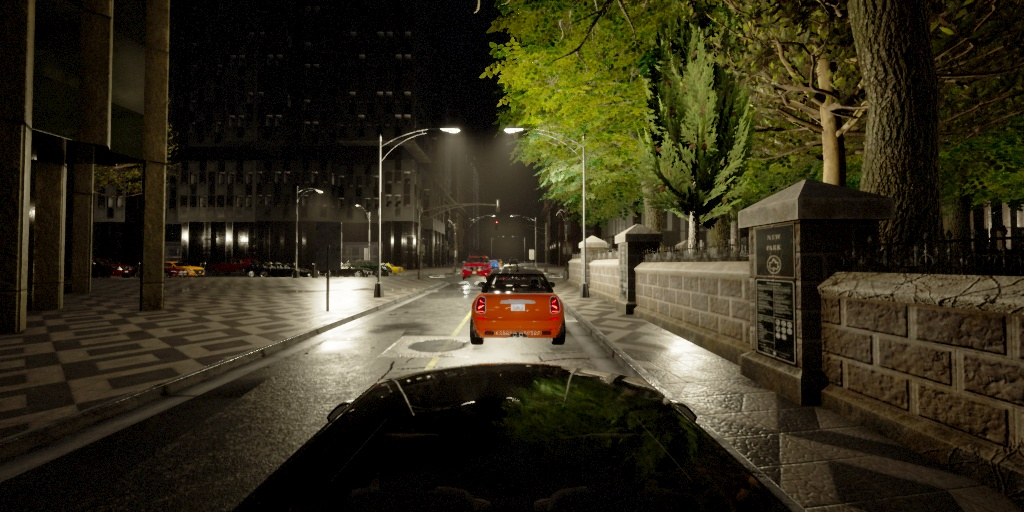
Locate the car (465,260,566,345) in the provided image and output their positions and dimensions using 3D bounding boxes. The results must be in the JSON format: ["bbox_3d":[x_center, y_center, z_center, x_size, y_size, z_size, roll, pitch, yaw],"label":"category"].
[{"bbox_3d":[0.128,1.107,9.678,2.097,1.767,4.553,0,0,0],"label":"car"}]

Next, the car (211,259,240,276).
[{"bbox_3d":[-30.972,1.236,40.140,5.009,1.841,2.192,0,0,1],"label":"car"}]

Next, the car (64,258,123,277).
[{"bbox_3d":[-36.562,1.060,31.672,5.009,1.841,2.192,0,0,1],"label":"car"}]

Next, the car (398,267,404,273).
[{"bbox_3d":[-14.605,1.425,39.978,4.829,1.417,1.751,0,0,1],"label":"car"}]

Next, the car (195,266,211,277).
[{"bbox_3d":[-32.331,1.275,34.317,5.008,1.535,1.882,0,-1,0],"label":"car"}]

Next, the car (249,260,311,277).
[{"bbox_3d":[-20.023,1.289,31.508,4.313,1.339,1.948,0,0,1],"label":"car"}]

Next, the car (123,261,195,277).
[{"bbox_3d":[-31.049,1.320,31.617,4.207,1.307,1.802,0,0,1],"label":"car"}]

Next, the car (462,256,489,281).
[{"bbox_3d":[-2.970,0.998,31.159,2.150,2.045,5.566,0,0,0],"label":"car"}]

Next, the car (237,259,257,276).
[{"bbox_3d":[-22.825,1.290,34.215,4.892,1.490,1.837,0,-1,1],"label":"car"}]

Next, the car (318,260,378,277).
[{"bbox_3d":[-14.511,1.267,31.453,4.403,1.370,2.007,0,0,1],"label":"car"}]

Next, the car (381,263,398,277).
[{"bbox_3d":[-13.742,1.125,34.126,4.553,1.767,2.097,0,-1,0],"label":"car"}]
